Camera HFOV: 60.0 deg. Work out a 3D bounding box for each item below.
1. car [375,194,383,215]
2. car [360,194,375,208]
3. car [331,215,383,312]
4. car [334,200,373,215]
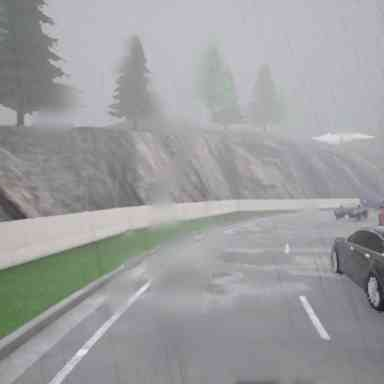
[{"bbox_3d":[11.053,1.268,17.059,2.150,2.045,5.566,0,0,23],"label":"car"},{"bbox_3d":[23.626,1.308,42.421,5.566,2.045,2.150,0,0,-32],"label":"car"},{"bbox_3d":[4.585,1.523,7.566,1.837,1.490,4.892,0,0,9],"label":"car"},{"bbox_3d":[13.476,1.638,27.882,1.895,1.301,4.718,1,0,37],"label":"car"}]
